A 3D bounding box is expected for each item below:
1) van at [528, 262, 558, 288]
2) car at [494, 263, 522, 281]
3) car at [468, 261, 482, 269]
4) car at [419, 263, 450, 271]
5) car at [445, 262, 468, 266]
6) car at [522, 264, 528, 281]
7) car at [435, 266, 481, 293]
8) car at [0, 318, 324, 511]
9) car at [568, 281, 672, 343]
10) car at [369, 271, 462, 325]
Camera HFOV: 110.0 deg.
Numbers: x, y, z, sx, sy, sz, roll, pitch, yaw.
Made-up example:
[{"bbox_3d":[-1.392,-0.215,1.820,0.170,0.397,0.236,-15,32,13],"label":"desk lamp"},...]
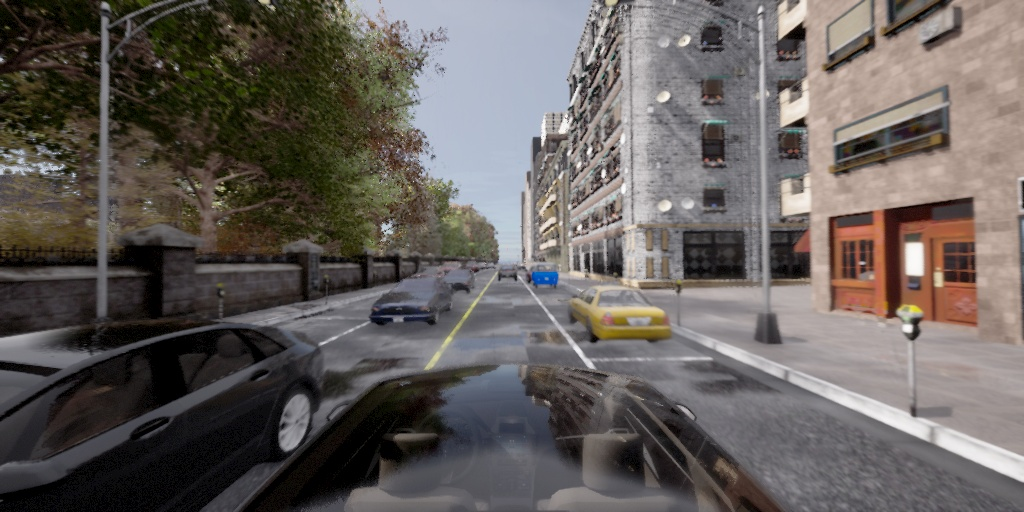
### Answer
[{"bbox_3d":[2.330,1.366,26.211,1.690,1.789,3.998,0,0,-1],"label":"van"},{"bbox_3d":[-0.420,1.644,35.319,2.128,1.511,4.902,0,-1,-1],"label":"car"},{"bbox_3d":[-6.603,1.803,59.293,2.192,1.841,5.009,0,0,-1],"label":"car"},{"bbox_3d":[-6.049,1.520,26.068,1.967,1.591,4.097,0,0,-1],"label":"car"},{"bbox_3d":[-6.234,1.530,37.143,2.192,1.841,5.009,0,0,-1],"label":"car"},{"bbox_3d":[2.238,1.532,31.749,1.967,1.591,4.097,0,0,-1],"label":"car"},{"bbox_3d":[-3.412,1.578,23.427,2.033,1.411,5.357,0,-1,-1],"label":"car"},{"bbox_3d":[-3.095,1.282,2.257,1.837,1.490,4.892,0,-1,0],"label":"car"},{"bbox_3d":[2.603,1.351,9.768,1.751,1.417,4.829,0,0,-1],"label":"car"},{"bbox_3d":[-3.240,1.450,12.762,2.033,1.411,5.357,0,-1,-1],"label":"car"}]
